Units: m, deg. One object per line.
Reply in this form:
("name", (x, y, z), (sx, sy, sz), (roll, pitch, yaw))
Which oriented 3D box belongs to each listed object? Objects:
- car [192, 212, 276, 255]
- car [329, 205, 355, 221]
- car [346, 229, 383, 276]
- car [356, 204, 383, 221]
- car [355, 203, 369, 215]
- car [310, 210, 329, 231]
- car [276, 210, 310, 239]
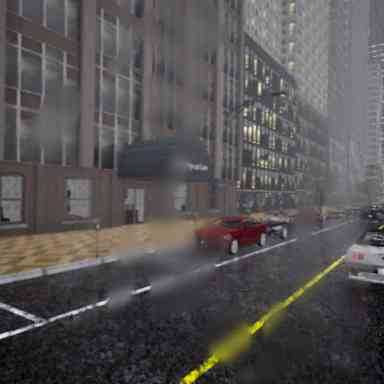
("car", (1.732, 1.689, 14.132), (1.887, 1.381, 4.507), (0, -1, 34))
("car", (14.466, 2.115, 32.961), (2.008, 1.369, 4.403), (0, -1, 34))
("car", (6.232, 1.817, 10.434), (1.895, 1.301, 4.718), (1, -1, 34))
("car", (18.883, 2.240, 34.773), (1.994, 1.385, 4.181), (1, -1, 35))
("car", (20.833, 2.325, 42.375), (2.008, 1.369, 4.403), (0, -1, 34))
("car", (8.098, 1.936, 23.546), (1.802, 1.307, 4.206), (0, -1, 34))
("car", (4.915, 1.800, 18.840), (2.008, 1.369, 4.403), (0, -1, 34))
